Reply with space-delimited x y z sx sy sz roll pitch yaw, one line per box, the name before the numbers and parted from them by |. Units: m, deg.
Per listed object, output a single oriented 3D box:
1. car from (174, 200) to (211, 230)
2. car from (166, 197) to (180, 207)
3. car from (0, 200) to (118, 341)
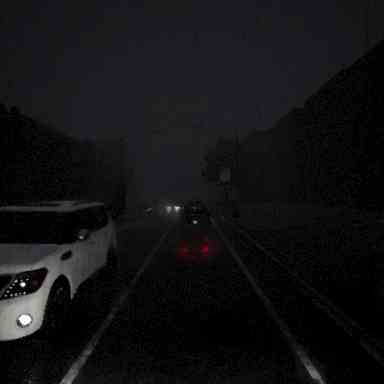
car | 0.197 1.515 21.422 2.128 1.511 4.902 0 0 0
car | -2.840 1.518 50.483 1.994 1.385 4.181 0 0 1
car | -3.071 1.229 6.865 2.150 2.045 5.566 0 0 0
